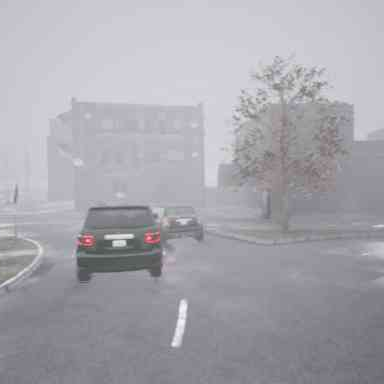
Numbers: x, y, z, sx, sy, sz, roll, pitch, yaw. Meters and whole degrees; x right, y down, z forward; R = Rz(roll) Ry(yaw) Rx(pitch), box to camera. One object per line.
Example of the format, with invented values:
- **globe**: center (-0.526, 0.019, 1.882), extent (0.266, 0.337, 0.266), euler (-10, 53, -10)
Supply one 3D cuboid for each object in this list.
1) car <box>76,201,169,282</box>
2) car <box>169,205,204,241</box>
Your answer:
- **car**: center (-2.201, 1.298, 10.372), extent (2.150, 2.045, 5.566), euler (-1, 0, -11)
- **car**: center (-1.230, 1.398, 16.382), extent (2.097, 1.767, 4.553), euler (-2, 0, -24)
